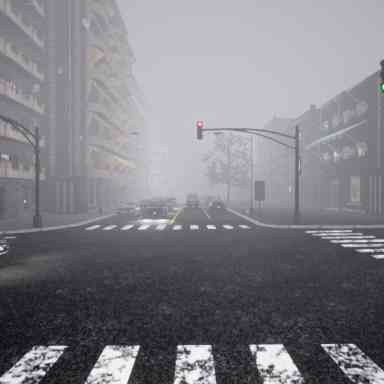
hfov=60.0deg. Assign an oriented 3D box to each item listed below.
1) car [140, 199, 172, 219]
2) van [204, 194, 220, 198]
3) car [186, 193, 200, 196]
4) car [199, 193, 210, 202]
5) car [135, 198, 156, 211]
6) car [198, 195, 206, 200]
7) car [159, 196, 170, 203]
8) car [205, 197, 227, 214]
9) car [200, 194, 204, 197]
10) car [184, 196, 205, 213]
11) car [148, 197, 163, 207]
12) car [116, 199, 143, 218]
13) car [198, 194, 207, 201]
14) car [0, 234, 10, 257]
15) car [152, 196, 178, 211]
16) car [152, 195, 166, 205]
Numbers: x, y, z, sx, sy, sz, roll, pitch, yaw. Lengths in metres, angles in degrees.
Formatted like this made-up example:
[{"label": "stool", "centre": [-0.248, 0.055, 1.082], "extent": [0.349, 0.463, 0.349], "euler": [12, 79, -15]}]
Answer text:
[{"label": "car", "centre": [-3.109, 1.554, 29.297], "extent": [1.994, 1.385, 4.181], "euler": [0, 0, -1]}, {"label": "van", "centre": [2.685, 1.325, 41.196], "extent": [1.690, 1.788, 3.998], "euler": [0, 0, 0]}, {"label": "car", "centre": [0.100, 1.197, 60.313], "extent": [2.150, 2.045, 5.566], "euler": [0, 0, 0]}, {"label": "car", "centre": [2.685, 1.276, 74.398], "extent": [2.192, 1.841, 5.009], "euler": [0, 0, 0]}, {"label": "car", "centre": [-5.693, 1.529, 41.204], "extent": [1.887, 1.381, 4.507], "euler": [0, 0, 0]}, {"label": "car", "centre": [2.687, 1.491, 90.998], "extent": [1.887, 1.381, 4.507], "euler": [0, 0, 0]}, {"label": "car", "centre": [-5.693, 1.548, 68.872], "extent": [1.802, 1.307, 4.206], "euler": [0, 0, 0]}, {"label": "car", "centre": [2.687, 1.553, 35.663], "extent": [1.947, 1.339, 4.313], "euler": [0, 0, 0]}, {"label": "car", "centre": [2.686, 1.418, 52.264], "extent": [1.967, 1.590, 4.097], "euler": [0, 0, 0]}, {"label": "car", "centre": [0.109, 1.534, 36.651], "extent": [2.033, 1.411, 5.357], "euler": [0, 0, 0]}, {"label": "car", "centre": [-5.693, 1.559, 52.271], "extent": [1.802, 1.307, 4.206], "euler": [0, 0, 0]}, {"label": "car", "centre": [-5.694, 1.541, 30.137], "extent": [2.008, 1.369, 4.403], "euler": [0, 0, 0]}, {"label": "car", "centre": [2.686, 1.392, 85.464], "extent": [1.967, 1.590, 4.097], "euler": [0, 0, 0]}, {"label": "car", "centre": [-8.538, 1.633, 10.681], "extent": [4.892, 1.490, 1.837], "euler": [-1, 1, -1]}, {"label": "car", "centre": [-3.099, 1.533, 38.645], "extent": [2.033, 1.411, 5.357], "euler": [0, 0, 0]}, {"label": "car", "centre": [-5.695, 1.414, 57.804], "extent": [1.967, 1.590, 4.097], "euler": [0, 0, 0]}]
